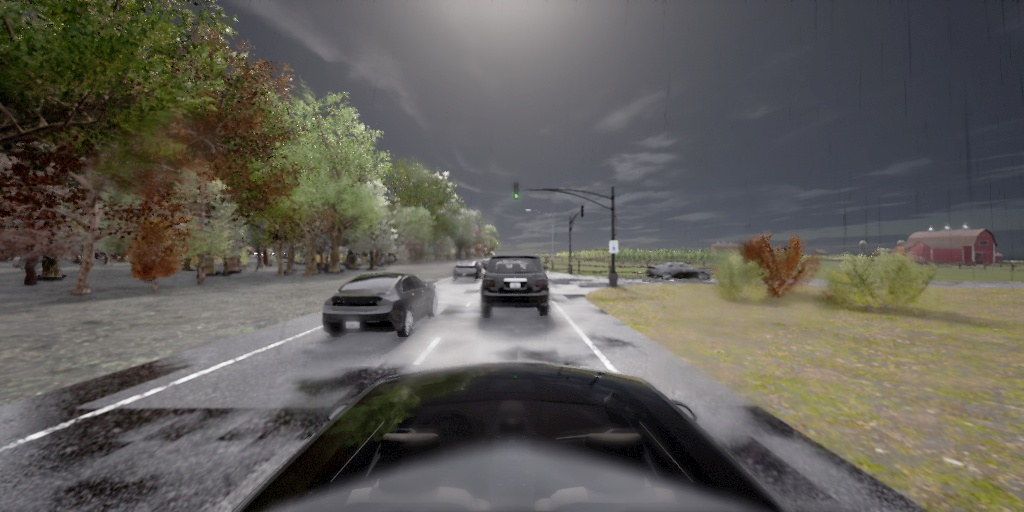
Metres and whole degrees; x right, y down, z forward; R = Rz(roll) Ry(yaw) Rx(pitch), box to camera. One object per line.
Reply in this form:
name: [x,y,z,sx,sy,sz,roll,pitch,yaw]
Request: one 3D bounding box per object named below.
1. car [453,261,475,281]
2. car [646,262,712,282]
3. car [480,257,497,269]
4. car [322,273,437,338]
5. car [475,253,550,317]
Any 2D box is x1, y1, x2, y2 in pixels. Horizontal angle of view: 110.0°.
car: [-3.393,1.113,28.157,2.128,1.511,4.902,0,0,0]
car: [13.050,1.244,28.091,4.902,1.511,2.128,1,-1,-3]
car: [-3.388,0.992,51.988,2.128,1.511,4.902,0,0,0]
car: [-3.397,1.215,10.071,1.837,1.490,4.892,0,0,0]
car: [0.136,0.918,13.066,2.150,2.045,5.566,0,0,1]
